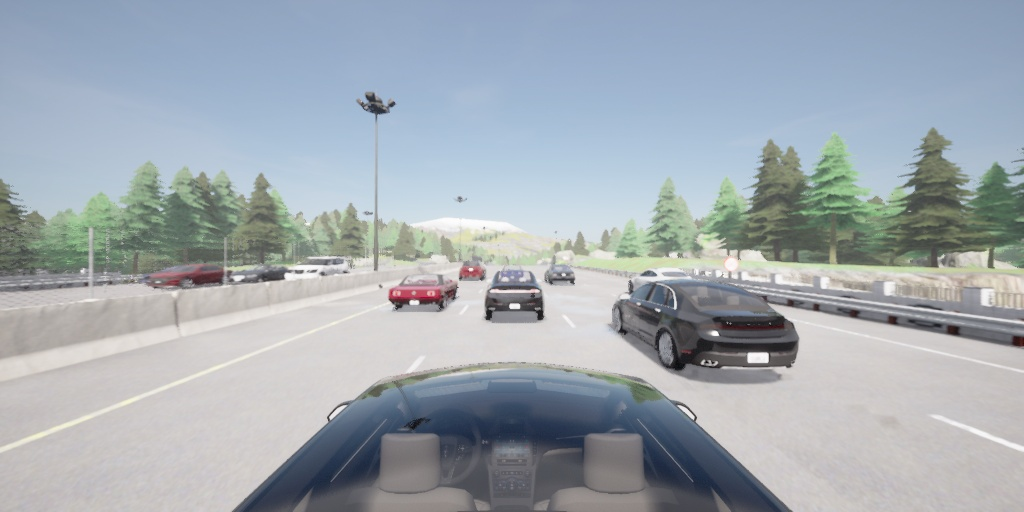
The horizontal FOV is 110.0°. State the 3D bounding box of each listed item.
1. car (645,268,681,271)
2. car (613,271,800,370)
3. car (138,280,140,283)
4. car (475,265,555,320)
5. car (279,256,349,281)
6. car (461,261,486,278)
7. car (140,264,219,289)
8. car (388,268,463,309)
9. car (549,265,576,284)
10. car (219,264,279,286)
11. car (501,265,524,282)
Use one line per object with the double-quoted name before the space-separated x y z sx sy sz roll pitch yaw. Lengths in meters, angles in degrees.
"car" 7.056 1.279 16.989 1.812 1.442 4.674 0 0 0
"car" 3.589 1.239 7.657 1.837 1.490 4.892 0 0 0
"car" -24.603 1.381 27.036 2.033 1.411 5.357 0 0 0
"car" 0.079 1.238 12.699 2.128 1.511 4.902 0 0 0
"car" -14.106 1.043 26.420 2.150 2.045 5.566 0 -1 0
"car" -3.463 1.192 32.335 2.097 1.767 4.553 0 0 0
"car" -21.114 1.292 23.904 1.882 1.535 5.008 0 0 0
"car" -3.425 1.357 14.818 1.895 1.301 4.718 0 0 0
"car" 3.548 1.354 27.163 2.033 1.411 5.357 0 0 0
"car" -17.609 1.312 25.523 2.128 1.511 4.902 0 0 0
"car" 0.039 1.430 30.986 1.895 1.301 4.718 0 0 0
